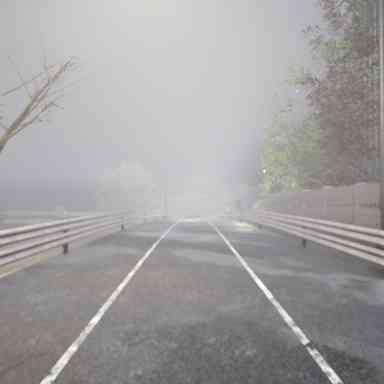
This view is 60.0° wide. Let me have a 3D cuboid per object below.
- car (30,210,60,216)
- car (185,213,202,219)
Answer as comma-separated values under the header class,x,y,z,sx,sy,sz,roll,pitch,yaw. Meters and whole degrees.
class,x,y,z,sx,sy,sz,roll,pitch,yaw
car,-24.850,3.832,56.205,4.674,1.442,1.812,3,-5,-36
car,0.495,5.855,81.486,2.033,1.411,5.357,-3,-5,34
